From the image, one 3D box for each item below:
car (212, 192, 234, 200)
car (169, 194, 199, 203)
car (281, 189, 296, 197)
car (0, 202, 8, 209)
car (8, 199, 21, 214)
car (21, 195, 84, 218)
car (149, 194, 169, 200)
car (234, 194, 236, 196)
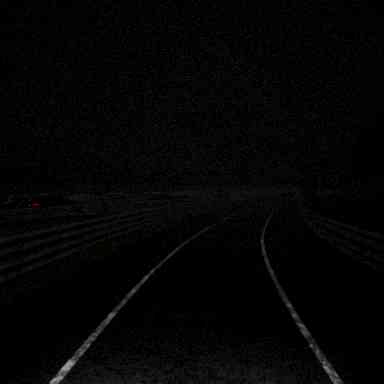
[{"bbox_3d":[5.620,0.915,64.598,1.895,1.301,4.718,1,2,38],"label":"car"},{"bbox_3d":[-0.843,1.141,50.639,1.837,1.490,4.892,1,2,38],"label":"car"},{"bbox_3d":[23.463,0.460,81.750,1.812,1.442,4.674,1,1,38],"label":"car"},{"bbox_3d":[-19.416,1.552,38.238,1.882,1.535,5.008,1,2,38],"label":"car"},{"bbox_3d":[-16.658,1.607,36.083,2.128,1.511,4.902,1,2,38],"label":"car"},{"bbox_3d":[-13.887,1.337,33.941,2.150,2.045,5.566,1,2,38],"label":"car"},{"bbox_3d":[-5.129,1.029,56.523,1.837,1.490,4.892,1,2,38],"label":"car"},{"bbox_3d":[7.779,0.643,73.044,1.882,1.535,5.008,1,2,38],"label":"car"}]
